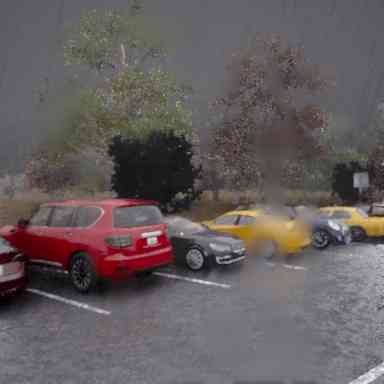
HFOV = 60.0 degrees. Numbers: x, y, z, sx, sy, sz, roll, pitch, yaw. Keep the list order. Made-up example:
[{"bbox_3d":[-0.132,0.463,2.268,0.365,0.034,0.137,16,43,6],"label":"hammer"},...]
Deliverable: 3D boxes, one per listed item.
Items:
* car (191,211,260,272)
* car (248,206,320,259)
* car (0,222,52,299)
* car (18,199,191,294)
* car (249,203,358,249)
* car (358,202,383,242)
[{"bbox_3d":[-0.630,1.468,10.732,4.892,1.521,2.231,-1,-1,35],"label":"car"},{"bbox_3d":[1.816,1.442,12.415,5.008,1.535,2.097,-1,0,35],"label":"car"},{"bbox_3d":[-5.519,1.516,7.313,4.792,1.488,2.163,-1,0,34],"label":"car"},{"bbox_3d":[-3.092,1.231,9.032,5.566,2.045,2.435,-1,0,35],"label":"car"},{"bbox_3d":[4.238,1.286,14.127,4.553,1.767,2.185,-1,-1,35],"label":"car"},{"bbox_3d":[6.562,1.380,15.888,5.366,1.575,1.946,-1,0,36],"label":"car"}]
